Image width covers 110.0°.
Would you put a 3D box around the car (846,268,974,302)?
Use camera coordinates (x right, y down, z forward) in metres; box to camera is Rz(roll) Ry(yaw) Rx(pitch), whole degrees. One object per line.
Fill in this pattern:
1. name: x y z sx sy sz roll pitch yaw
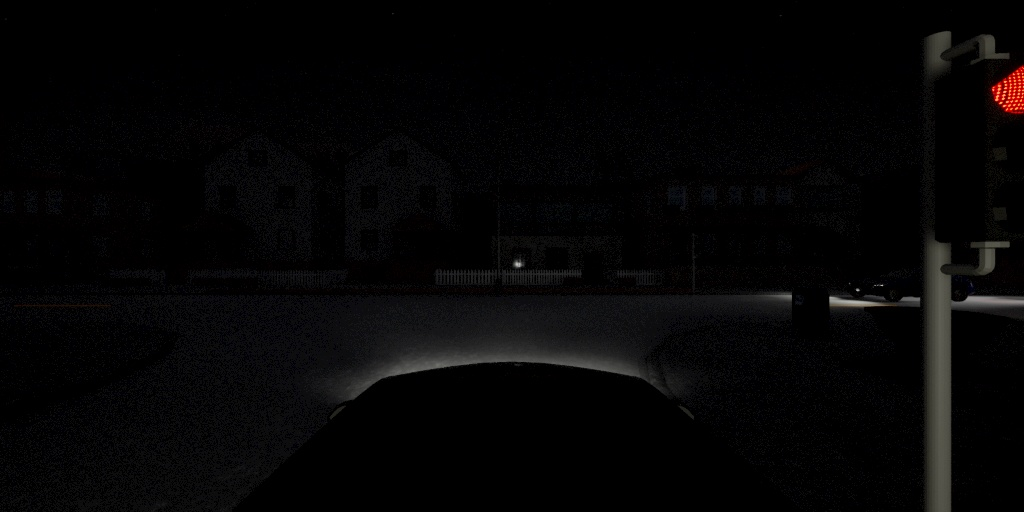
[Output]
1. car: 18.190 1.276 16.455 4.674 1.442 1.812 0 0 0
